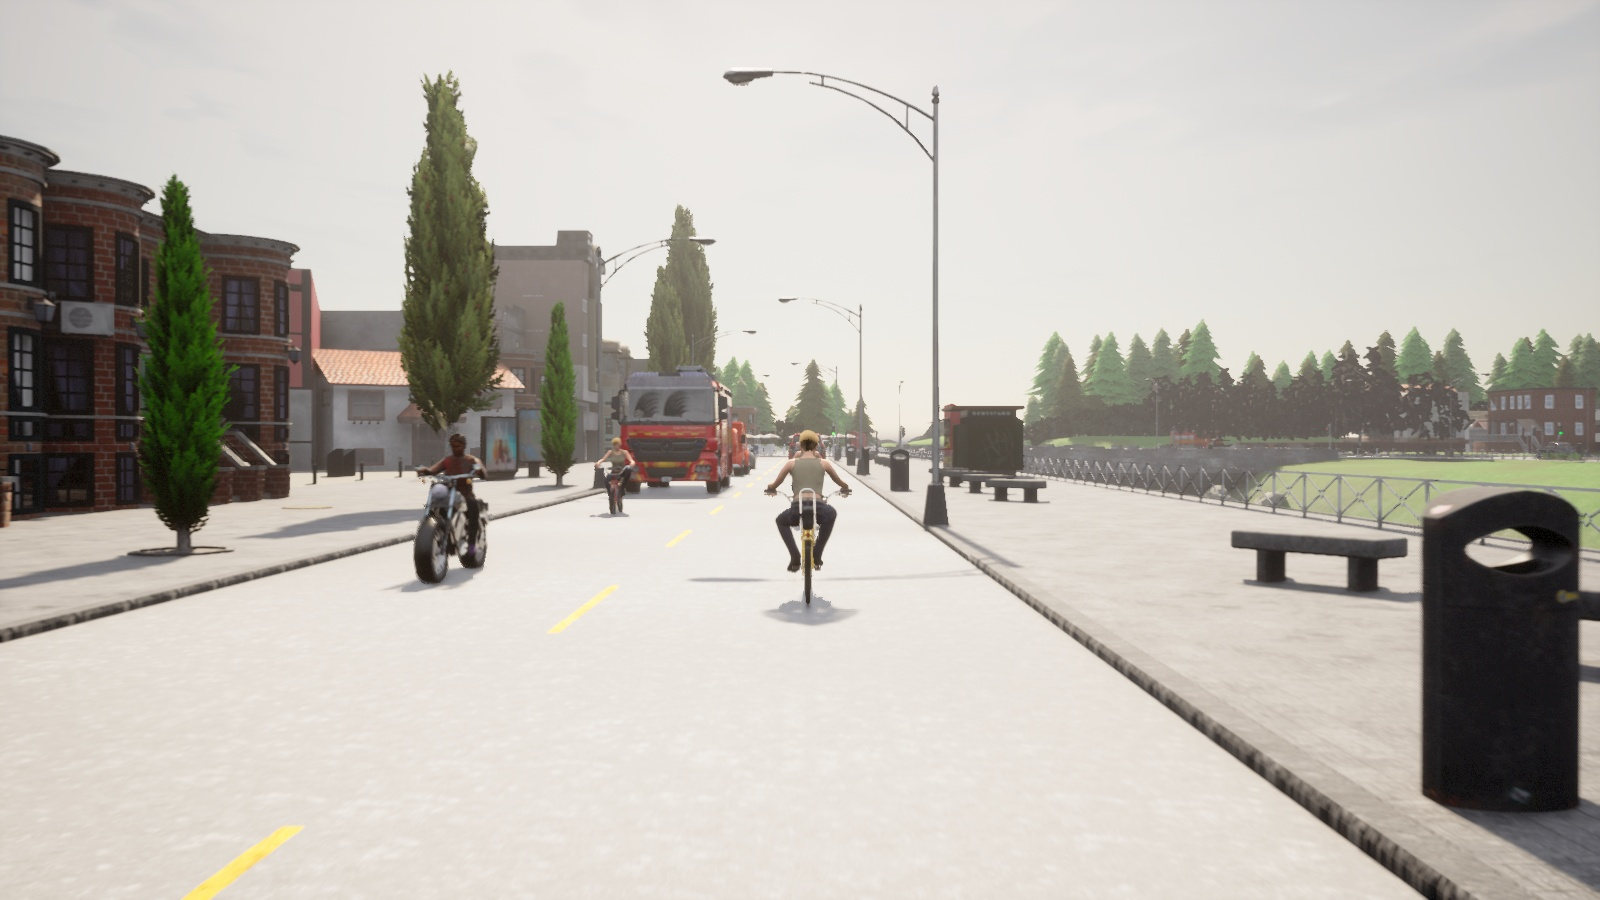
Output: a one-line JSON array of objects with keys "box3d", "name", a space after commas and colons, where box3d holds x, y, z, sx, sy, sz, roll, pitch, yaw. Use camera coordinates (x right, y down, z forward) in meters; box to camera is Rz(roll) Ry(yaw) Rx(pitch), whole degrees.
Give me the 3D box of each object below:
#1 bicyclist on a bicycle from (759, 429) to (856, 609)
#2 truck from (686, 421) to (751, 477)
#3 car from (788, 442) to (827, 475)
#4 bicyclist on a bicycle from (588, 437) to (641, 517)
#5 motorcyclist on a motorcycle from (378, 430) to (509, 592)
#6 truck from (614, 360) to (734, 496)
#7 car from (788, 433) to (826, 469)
[{"box3d": [0.077, 0.615, 12.004, 0.866, 1.612, 1.509, 0, 0, 1], "name": "bicyclist on a bicycle"}, {"box3d": [-3.665, -0.068, 57.652, 2.627, 2.467, 5.204, 0, 0, 0], "name": "truck"}, {"box3d": [0.346, 0.388, 59.874, 1.789, 1.549, 3.705, 0, 0, 0], "name": "car"}, {"box3d": [-3.840, 0.533, 26.091, 0.866, 1.612, 1.509, 0, 0, 0], "name": "bicyclist on a bicycle"}, {"box3d": [-3.906, 0.615, 13.975, 0.766, 1.649, 2.350, 0, 0, 0], "name": "motorcyclist on a motorcycle"}, {"box3d": [-3.766, -0.644, 39.490, 2.891, 3.827, 8.468, 0, 0, 0], "name": "truck"}, {"box3d": [0.423, 0.050, 73.730, 2.150, 2.045, 5.566, 0, 0, 0], "name": "car"}]
